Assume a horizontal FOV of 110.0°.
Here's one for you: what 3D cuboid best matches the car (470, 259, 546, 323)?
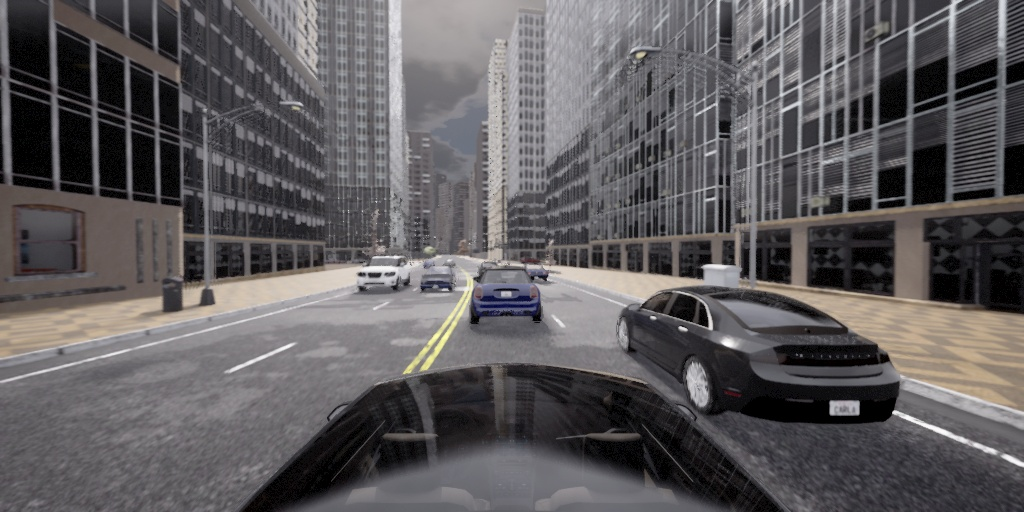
[{"bbox_3d":[-0.261,1.101,12.305,2.097,1.767,4.553,0,0,-3],"label":"car"}]

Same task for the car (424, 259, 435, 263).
[{"bbox_3d":[-13.245,1.281,57.857,1.812,1.442,4.674,0,0,-10],"label":"car"}]

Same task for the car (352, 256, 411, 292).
[{"bbox_3d":[-7.659,0.990,22.005,2.150,2.045,5.566,0,0,-6],"label":"car"}]

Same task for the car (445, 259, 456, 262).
[{"bbox_3d":[-10.813,1.297,62.775,1.994,1.385,4.181,0,0,-10],"label":"car"}]

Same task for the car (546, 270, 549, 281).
[{"bbox_3d":[1.577,1.328,28.996,1.895,1.301,4.718,0,0,-7],"label":"car"}]

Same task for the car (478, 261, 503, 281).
[{"bbox_3d":[-1.966,1.244,30.979,1.837,1.490,4.892,0,0,-7],"label":"car"}]

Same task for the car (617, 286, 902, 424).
[{"bbox_3d":[3.233,1.247,5.946,1.837,1.490,4.892,0,0,-1],"label":"car"}]

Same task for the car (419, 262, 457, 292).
[{"bbox_3d":[-4.384,1.304,22.028,2.033,1.411,5.357,0,0,-5],"label":"car"}]
